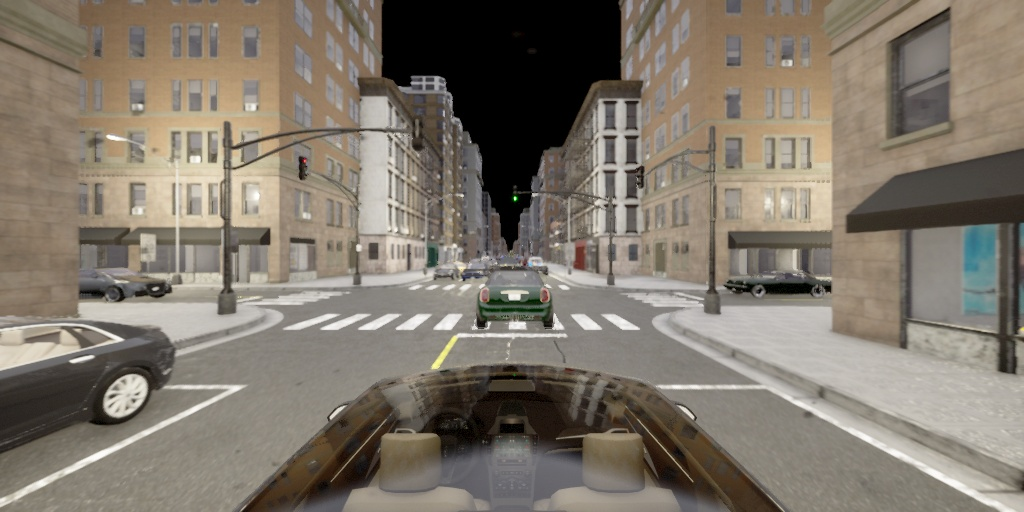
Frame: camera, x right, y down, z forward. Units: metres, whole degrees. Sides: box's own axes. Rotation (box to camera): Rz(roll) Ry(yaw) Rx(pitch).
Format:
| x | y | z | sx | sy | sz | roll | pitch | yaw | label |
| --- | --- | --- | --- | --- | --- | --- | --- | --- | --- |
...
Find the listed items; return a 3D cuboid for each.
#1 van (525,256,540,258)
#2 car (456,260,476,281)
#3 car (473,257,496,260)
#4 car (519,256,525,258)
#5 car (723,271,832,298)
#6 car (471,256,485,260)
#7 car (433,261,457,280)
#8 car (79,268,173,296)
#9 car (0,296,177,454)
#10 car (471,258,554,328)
| x | y | z | sx | sy | sz | roll | pitch | yaw | label |
| --- | --- | --- | --- | --- | --- | --- | --- | --- | --- |
| 2.639 | 1.022 | 40.707 | 1.690 | 1.789 | 3.998 | 0 | 0 | 0 | van |
| -2.873 | 1.249 | 29.162 | 2.033 | 1.411 | 5.357 | 0 | 0 | 1 | car |
| -2.853 | 1.188 | 39.459 | 1.837 | 1.490 | 4.892 | 0 | 0 | 0 | car |
| 2.643 | 0.968 | 56.926 | 2.192 | 1.841 | 5.009 | 0 | 0 | 0 | car |
| 13.497 | 1.404 | 18.252 | 4.718 | 1.301 | 1.895 | 0 | 0 | 0 | car |
| -5.412 | 1.102 | 51.519 | 1.967 | 1.591 | 4.097 | 0 | 0 | 0 | car |
| -5.391 | 1.251 | 29.894 | 2.007 | 1.370 | 4.403 | 0 | 0 | 0 | car |
| -17.143 | 1.201 | 15.251 | 4.181 | 1.385 | 1.994 | 0 | 0 | 0 | car |
| -5.387 | 1.298 | 3.018 | 2.007 | 1.370 | 4.403 | 0 | 0 | 0 | car |
| 0.081 | 1.079 | 11.442 | 2.097 | 1.767 | 4.553 | 0 | 0 | 0 | car |
